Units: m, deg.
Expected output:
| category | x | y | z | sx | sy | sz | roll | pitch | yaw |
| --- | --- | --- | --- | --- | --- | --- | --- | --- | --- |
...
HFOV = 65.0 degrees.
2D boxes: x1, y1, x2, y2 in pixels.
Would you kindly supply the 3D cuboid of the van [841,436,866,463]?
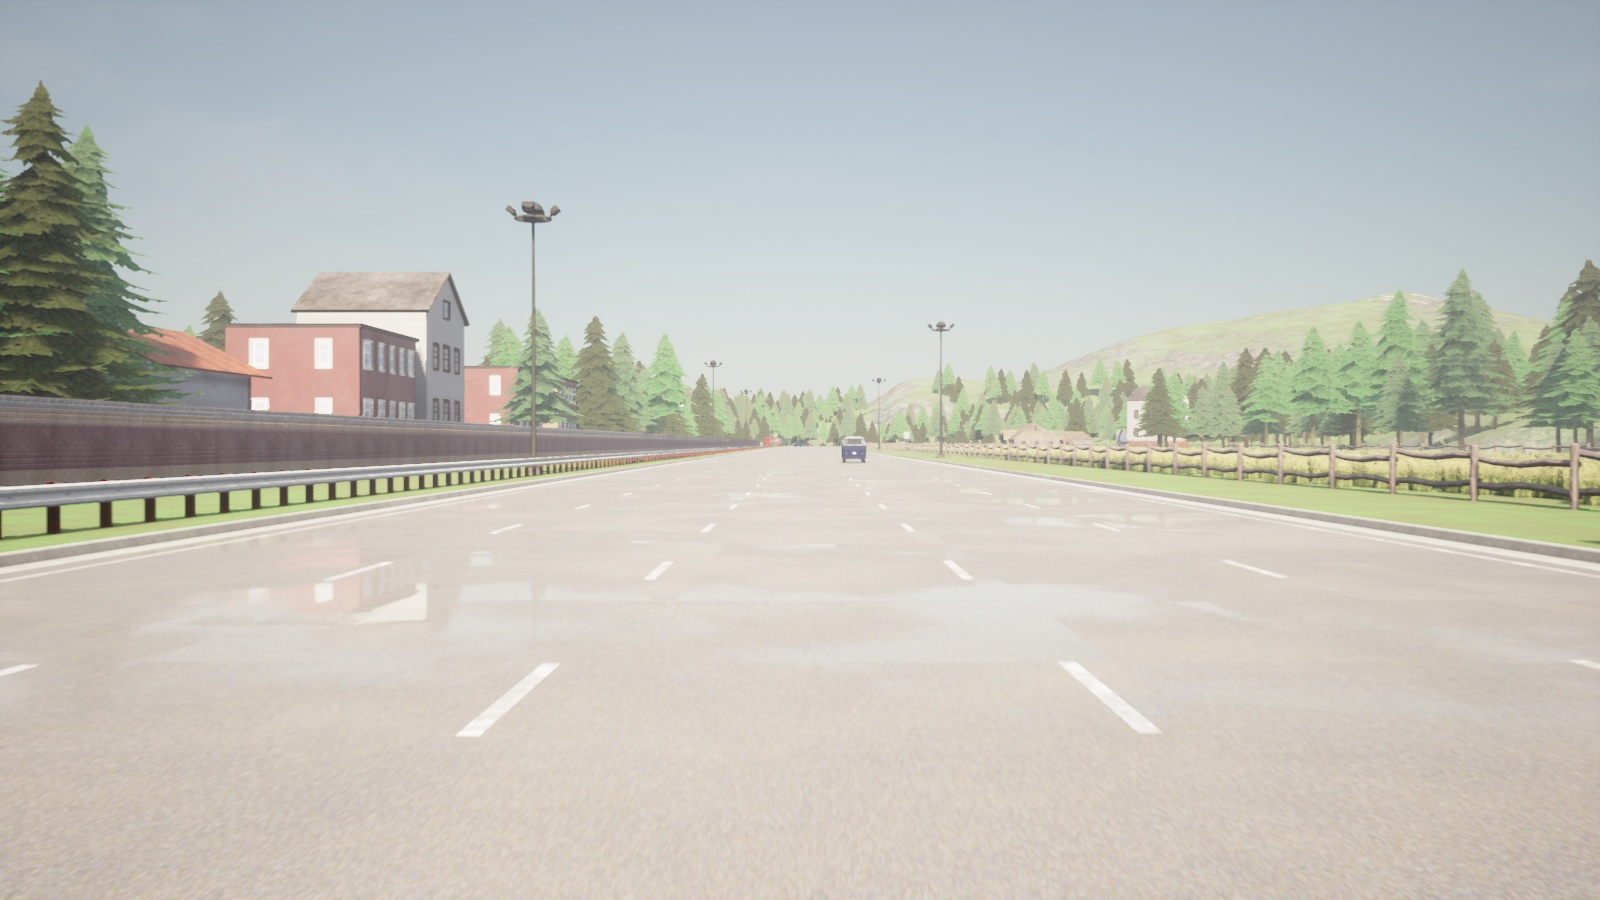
| category | x | y | z | sx | sy | sz | roll | pitch | yaw |
| --- | --- | --- | --- | --- | --- | --- | --- | --- | --- |
| van | 4.068 | -0.037 | 95.698 | 1.775 | 1.987 | 4.442 | 0 | 0 | 0 |
